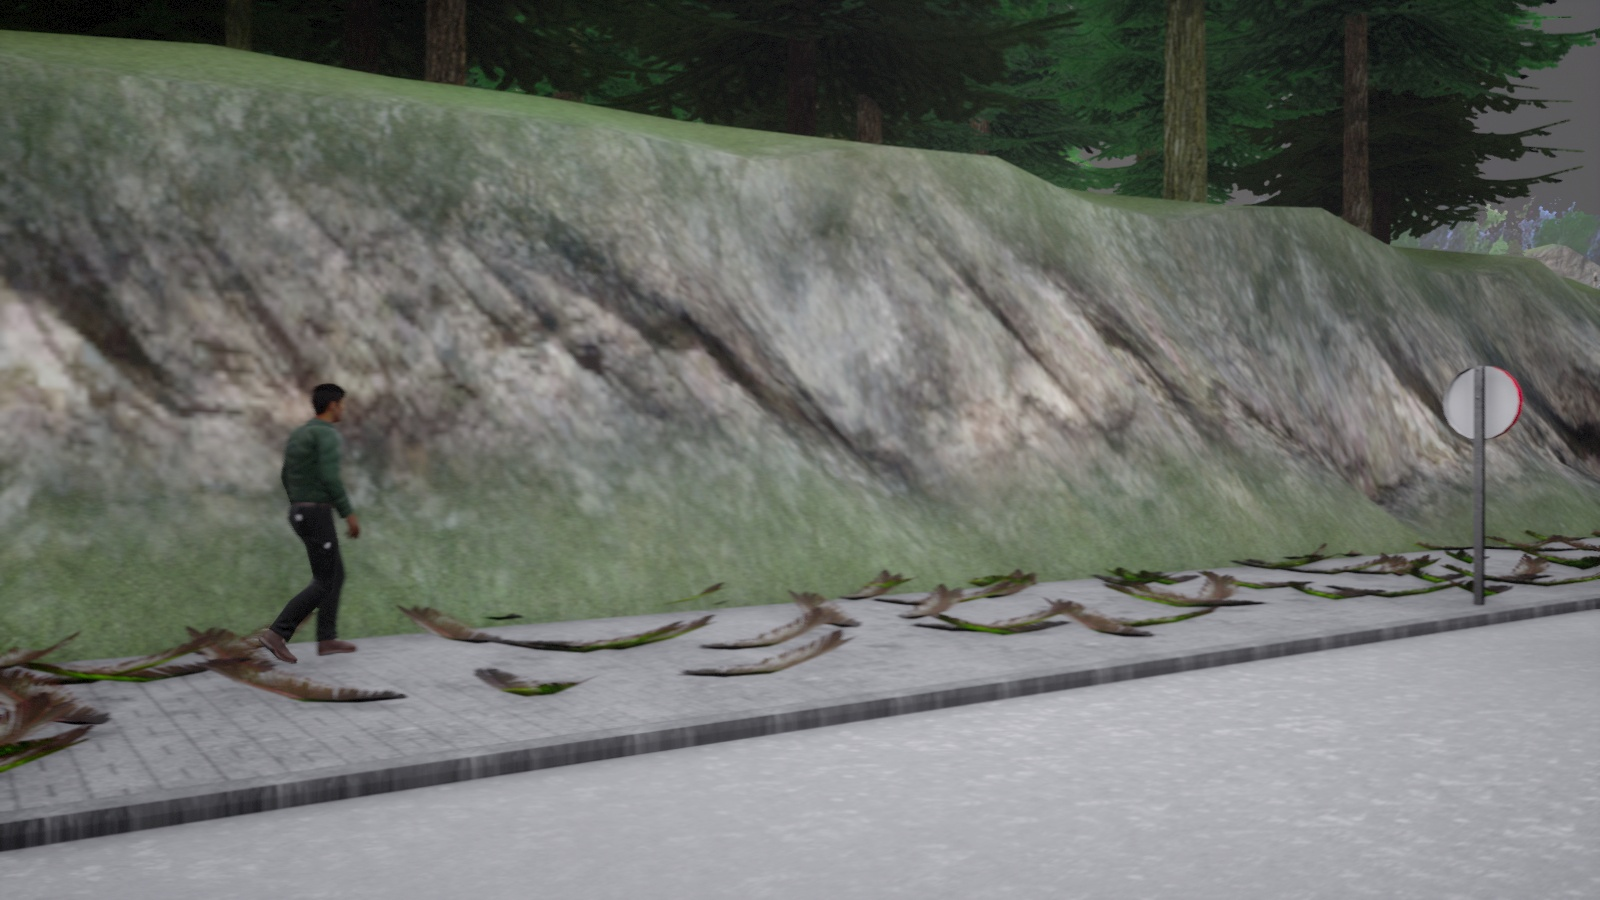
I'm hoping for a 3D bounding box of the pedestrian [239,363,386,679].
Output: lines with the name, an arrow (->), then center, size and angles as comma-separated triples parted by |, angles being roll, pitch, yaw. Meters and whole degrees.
pedestrian -> -3.167, 0.438, 8.183 | 0.788, 1.949, 0.423 | 0, 0, -44
